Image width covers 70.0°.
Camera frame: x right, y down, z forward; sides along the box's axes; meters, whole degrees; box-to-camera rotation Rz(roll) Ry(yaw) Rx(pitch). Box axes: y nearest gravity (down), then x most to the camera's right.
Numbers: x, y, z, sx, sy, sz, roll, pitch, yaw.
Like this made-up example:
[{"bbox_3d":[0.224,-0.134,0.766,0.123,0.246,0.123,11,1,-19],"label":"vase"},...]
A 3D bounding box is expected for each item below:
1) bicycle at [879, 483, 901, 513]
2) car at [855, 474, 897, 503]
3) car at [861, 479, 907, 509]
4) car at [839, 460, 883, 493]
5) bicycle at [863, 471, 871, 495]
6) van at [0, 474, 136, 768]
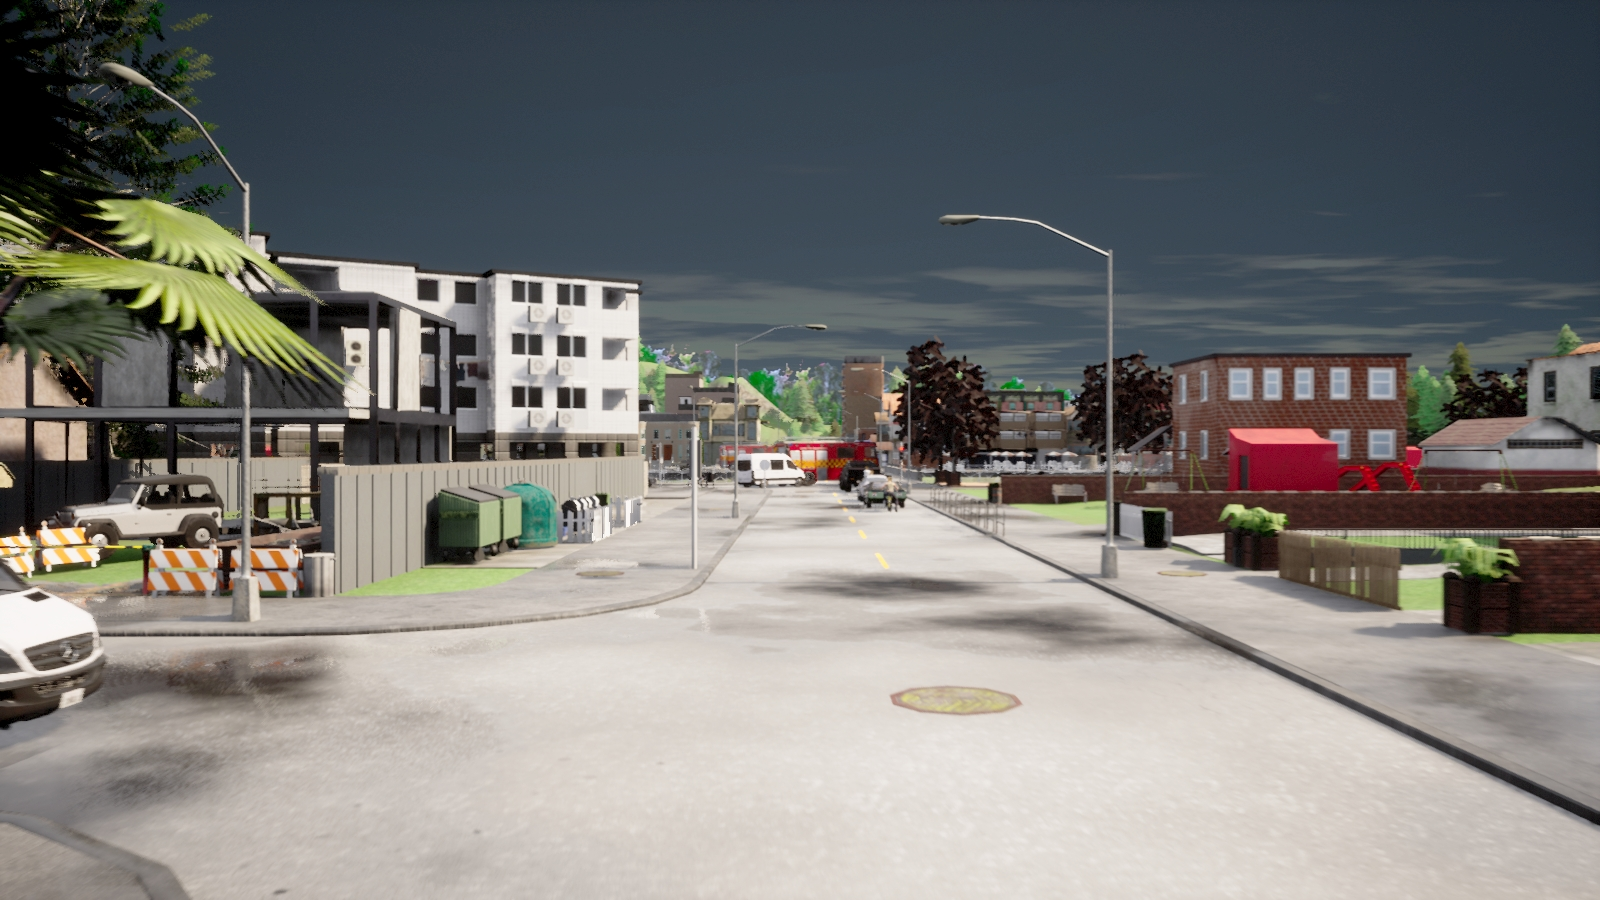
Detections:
[{"bbox_3d":[4.038,2.158,51.518,0.859,1.276,1.487,0,0,-1],"label":"bicycle"},{"bbox_3d":[4.153,2.082,62.876,2.002,1.442,4.674,0,0,0],"label":"car"},{"bbox_3d":[4.093,2.155,56.334,1.895,1.301,4.718,0,0,0],"label":"car"},{"bbox_3d":[4.070,1.754,77.478,2.390,2.098,6.274,0,0,-3],"label":"car"},{"bbox_3d":[4.186,2.057,71.473,0.373,1.496,1.643,0,0,0],"label":"bicycle"},{"bbox_3d":[-9.992,1.538,11.113,5.915,2.561,1.988,0,0,0],"label":"van"}]
